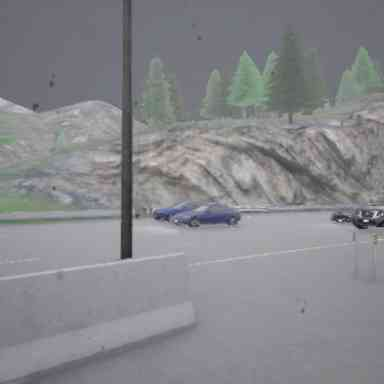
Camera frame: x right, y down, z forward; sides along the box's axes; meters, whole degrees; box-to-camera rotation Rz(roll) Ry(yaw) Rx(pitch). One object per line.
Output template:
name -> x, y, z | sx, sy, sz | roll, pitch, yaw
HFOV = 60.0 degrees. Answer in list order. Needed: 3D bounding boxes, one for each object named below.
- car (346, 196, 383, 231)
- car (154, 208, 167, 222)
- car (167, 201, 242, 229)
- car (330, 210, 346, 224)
car -> 11.828, 1.207, 19.225 | 5.566, 2.045, 2.150 | 0, 0, -28
car -> -0.375, 1.425, 24.388 | 5.008, 1.535, 1.882 | 0, 0, -30
car -> 1.045, 1.482, 21.172 | 4.674, 1.442, 1.812 | 0, 0, -31
car -> 12.260, 1.524, 23.394 | 5.357, 1.411, 2.033 | 0, 0, -27
